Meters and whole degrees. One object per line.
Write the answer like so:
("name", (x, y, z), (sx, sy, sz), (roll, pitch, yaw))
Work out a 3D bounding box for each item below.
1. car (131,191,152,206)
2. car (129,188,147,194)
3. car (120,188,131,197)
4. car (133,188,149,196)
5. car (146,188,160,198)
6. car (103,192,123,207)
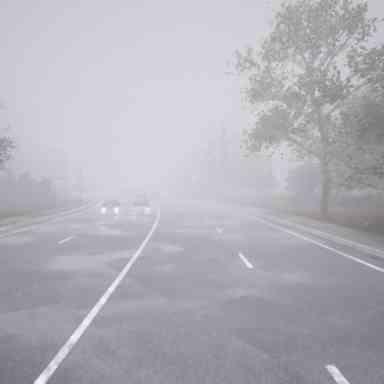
("car", (-6.239, 1.005, 41.017), (1.837, 1.490, 4.892), (0, 1, -10))
("car", (-11.903, 0.493, 72.985), (1.812, 1.442, 4.674), (0, 1, -24))
("car", (-16.131, -0.065, 82.325), (2.150, 2.045, 5.566), (0, 1, -28))
("car", (-12.839, -0.094, 83.575), (2.150, 2.045, 5.566), (0, 1, -28))
("car", (-8.614, 0.429, 74.183), (1.882, 1.535, 5.008), (0, 1, -24))
("car", (-9.687, 1.021, 40.415), (1.812, 1.442, 4.674), (0, 1, -10))
